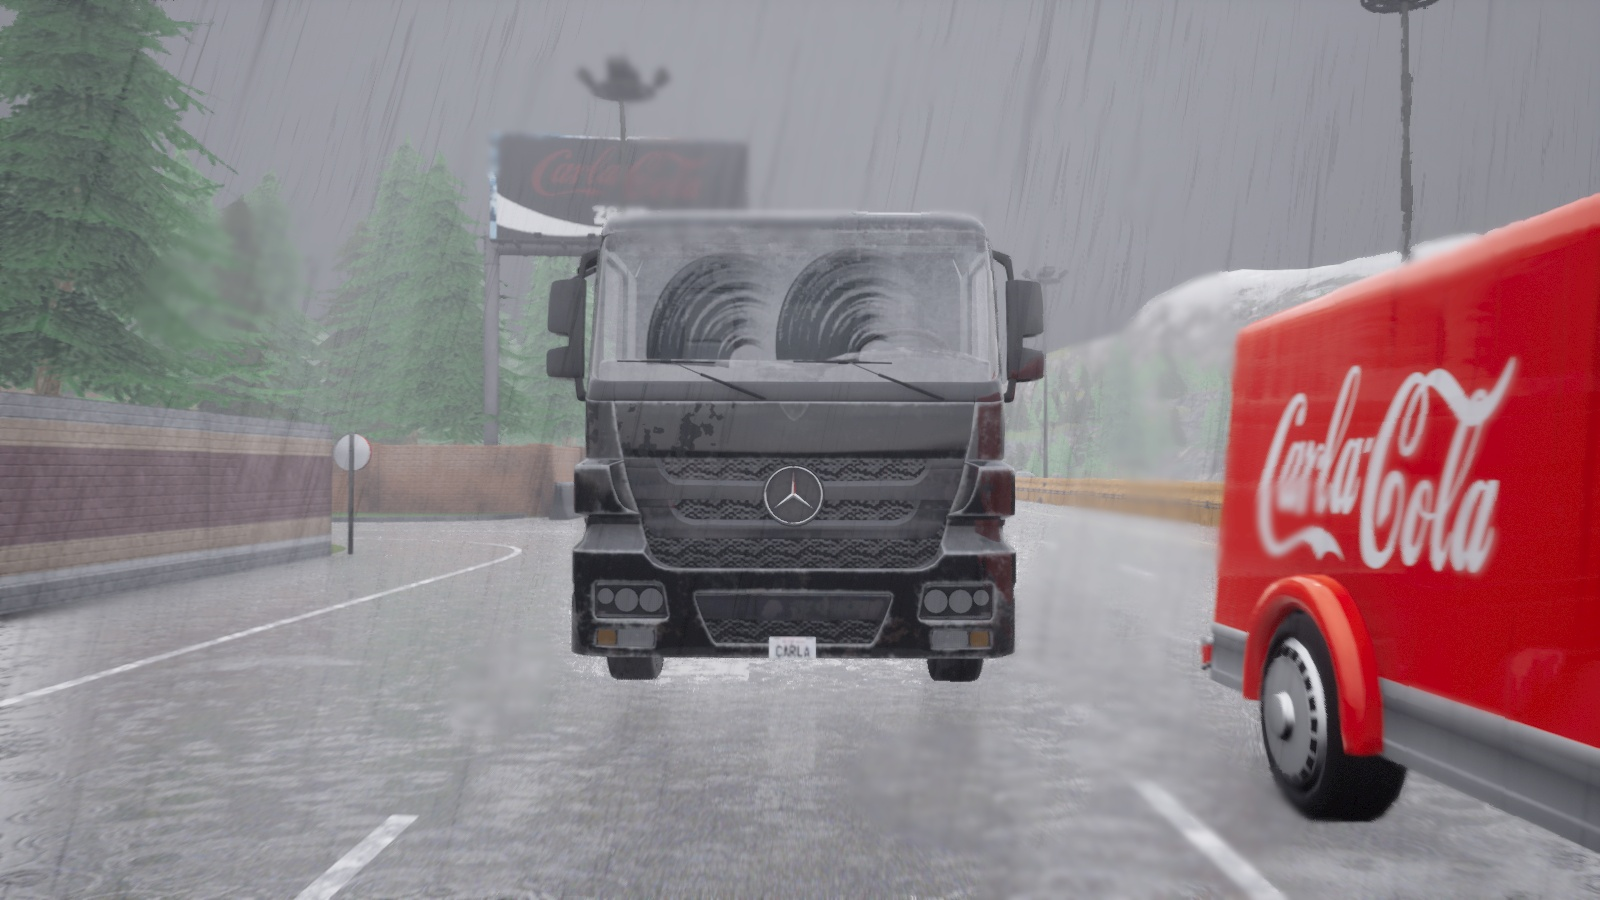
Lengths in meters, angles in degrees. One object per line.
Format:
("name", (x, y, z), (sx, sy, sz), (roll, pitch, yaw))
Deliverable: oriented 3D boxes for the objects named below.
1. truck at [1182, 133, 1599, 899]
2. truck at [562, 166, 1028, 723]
("truck", (3.483, 0.393, 4.471), (2.627, 2.467, 5.204), (0, -1, 0))
("truck", (-0.008, 0.030, 11.799), (2.891, 3.462, 7.936), (0, -1, 0))
